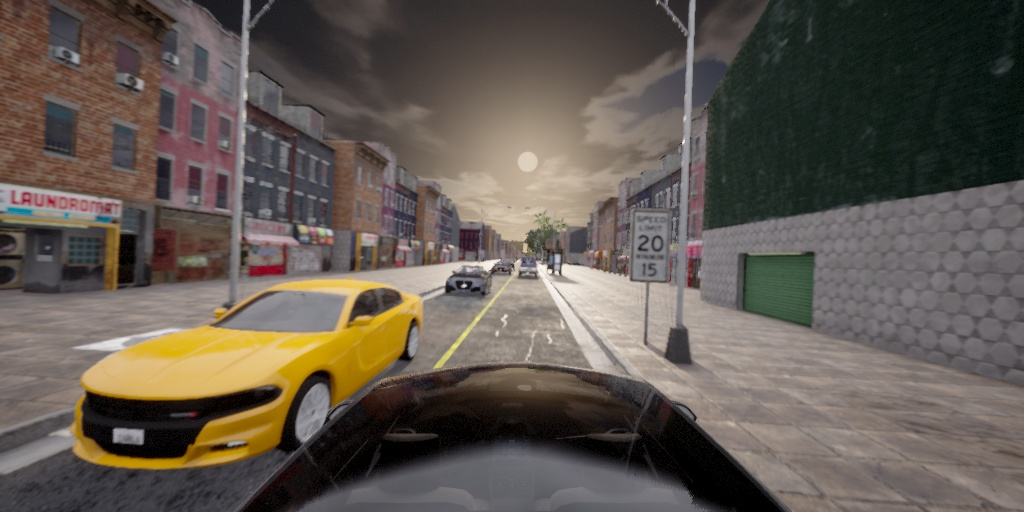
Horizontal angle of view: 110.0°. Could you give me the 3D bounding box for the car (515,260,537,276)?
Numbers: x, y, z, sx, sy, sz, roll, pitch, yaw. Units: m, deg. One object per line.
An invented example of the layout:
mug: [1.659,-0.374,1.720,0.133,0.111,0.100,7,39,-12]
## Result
car: [1.662,1.377,37.024,1.895,1.301,4.718,3,0,3]

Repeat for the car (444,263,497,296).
car: [-2.137,1.195,18.645,1.994,1.385,4.181,3,0,3]

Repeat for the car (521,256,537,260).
car: [2.426,1.027,52.482,2.150,2.045,5.566,3,0,4]

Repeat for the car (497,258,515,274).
car: [-1.043,1.229,39.248,1.994,1.385,4.181,3,0,3]

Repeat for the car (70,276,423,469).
car: [-2.784,1.101,5.221,1.882,1.535,5.008,3,0,3]
